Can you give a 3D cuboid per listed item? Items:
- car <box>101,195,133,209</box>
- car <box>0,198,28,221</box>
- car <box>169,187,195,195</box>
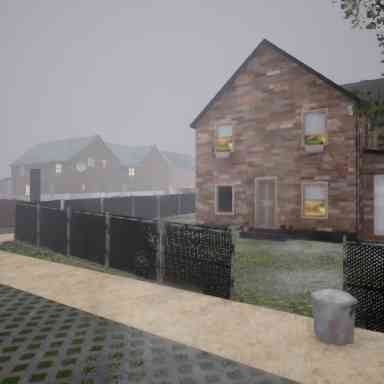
[{"bbox_3d":[-6.529,0.985,29.784,1.812,1.442,4.674,0,1,34],"label":"car"},{"bbox_3d":[-12.146,1.181,21.265,1.882,1.535,5.008,0,1,32],"label":"car"},{"bbox_3d":[-0.587,0.429,38.705,2.150,2.045,5.566,0,1,34],"label":"car"}]
